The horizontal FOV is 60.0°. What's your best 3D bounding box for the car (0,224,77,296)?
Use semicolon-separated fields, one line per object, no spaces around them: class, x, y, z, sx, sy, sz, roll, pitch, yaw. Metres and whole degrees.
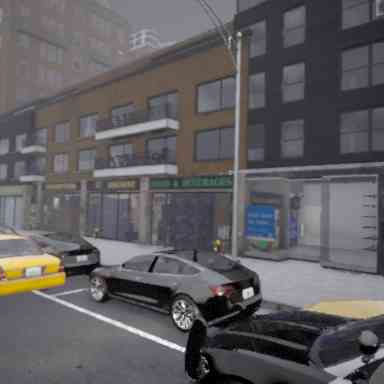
car;-5.497;1.798;9.122;5.366;1.575;1.801;-1;-4;40

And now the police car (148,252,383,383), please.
police car;2.175;1.606;2.587;5.238;1.638;1.930;-1;-4;40

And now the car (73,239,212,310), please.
car;-0.552;1.927;7.472;4.313;1.339;1.947;-1;-3;40

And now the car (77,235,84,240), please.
car;-4.802;2.016;11.095;4.313;1.339;1.947;-1;-3;40

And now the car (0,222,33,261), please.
car;-9.052;2.090;14.719;4.403;1.369;2.008;-1;-3;40

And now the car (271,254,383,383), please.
car;3.569;1.799;3.960;4.829;1.417;1.752;-1;-3;40
